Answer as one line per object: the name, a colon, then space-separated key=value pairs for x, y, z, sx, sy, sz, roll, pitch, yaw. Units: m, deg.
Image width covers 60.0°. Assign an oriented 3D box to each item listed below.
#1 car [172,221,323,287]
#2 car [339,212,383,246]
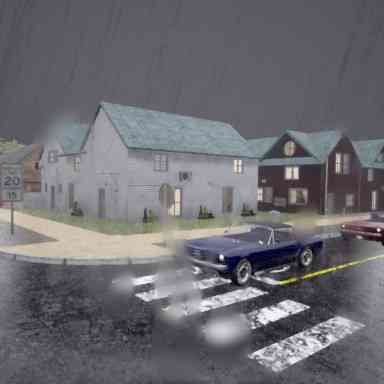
car: x=1.753 y=1.537 z=9.415 sx=4.718 sy=1.301 sz=1.895 roll=1 pitch=2 yaw=-42
car: x=8.743 y=1.613 z=15.366 sx=4.718 sy=1.301 sz=1.895 roll=1 pitch=2 yaw=-39
